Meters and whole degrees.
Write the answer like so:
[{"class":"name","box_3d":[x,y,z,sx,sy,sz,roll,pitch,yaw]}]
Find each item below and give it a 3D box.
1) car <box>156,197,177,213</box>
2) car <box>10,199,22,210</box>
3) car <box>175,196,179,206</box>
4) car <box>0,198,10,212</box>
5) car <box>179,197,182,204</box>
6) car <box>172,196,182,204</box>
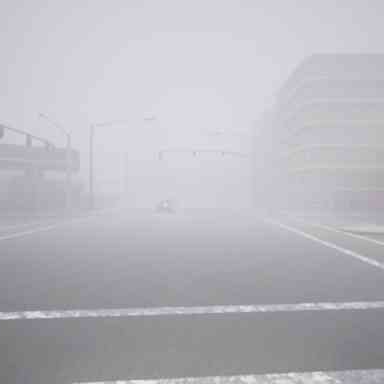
[{"class":"car","box_3d":[-3.108,1.679,38.475,2.033,1.411,5.357,0,0,-1]},{"class":"car","box_3d":[-24.022,1.601,42.520,3.806,1.475,1.970,0,0,1]},{"class":"car","box_3d":[-3.217,1.670,48.350,1.837,1.490,4.892,0,0,0]},{"class":"car","box_3d":[-23.306,1.420,36.769,4.611,1.667,2.242,0,0,1]},{"class":"car","box_3d":[-3.288,1.769,60.283,1.994,1.385,4.181,0,0,0]},{"class":"car","box_3d":[-3.338,1.734,73.909,2.128,1.511,4.902,0,0,0]}]
